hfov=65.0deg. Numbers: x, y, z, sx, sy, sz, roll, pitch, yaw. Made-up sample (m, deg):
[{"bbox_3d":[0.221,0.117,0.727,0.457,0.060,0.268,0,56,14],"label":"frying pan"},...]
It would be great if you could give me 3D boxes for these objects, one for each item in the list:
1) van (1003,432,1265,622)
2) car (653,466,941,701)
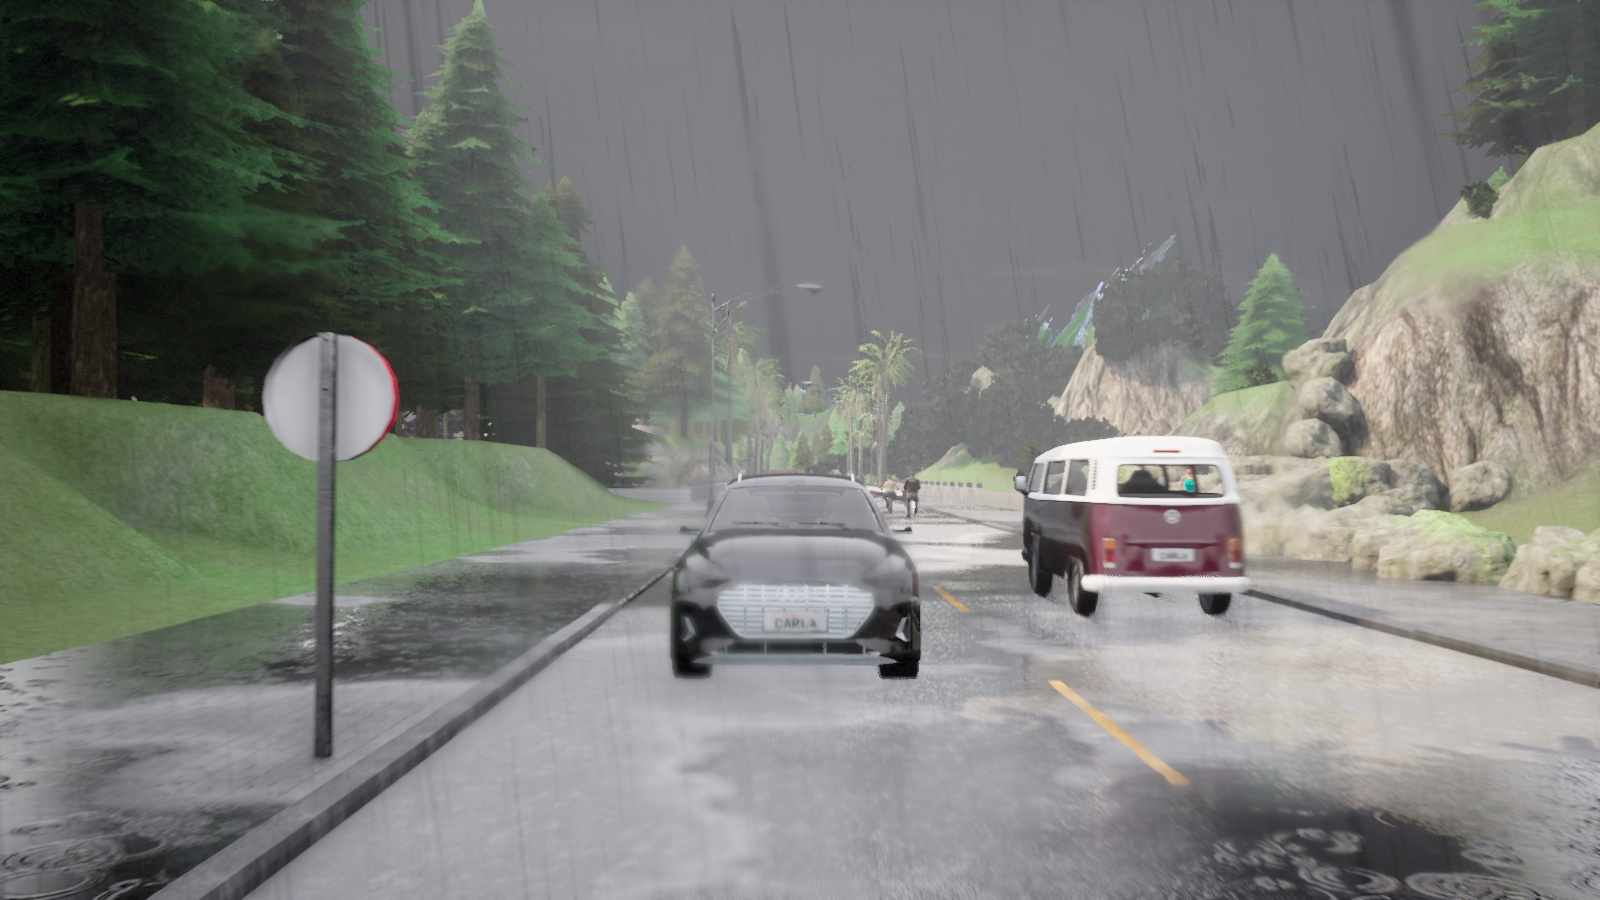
[{"bbox_3d":[3.958,0.865,15.773,2.069,2.038,4.480,0,-1,0],"label":"van"},{"bbox_3d":[-0.029,0.991,11.310,2.033,1.649,4.856,0,-1,0],"label":"car"}]
